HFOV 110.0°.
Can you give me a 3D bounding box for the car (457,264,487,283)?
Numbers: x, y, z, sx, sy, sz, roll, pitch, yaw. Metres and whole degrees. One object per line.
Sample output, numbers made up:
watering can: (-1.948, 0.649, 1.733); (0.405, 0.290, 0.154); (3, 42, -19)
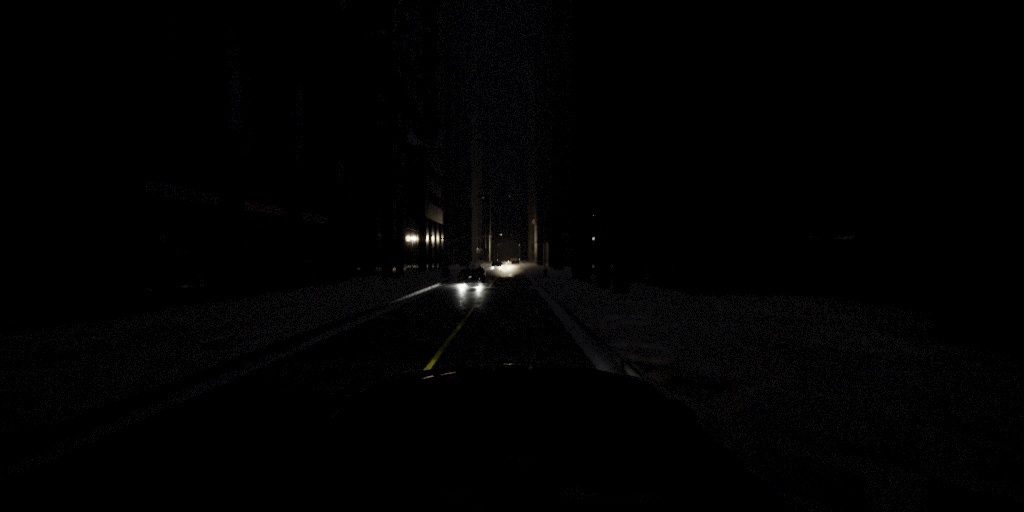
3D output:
car: (-3.090, 1.352, 28.360); (1.994, 1.385, 4.181); (0, 0, 0)
